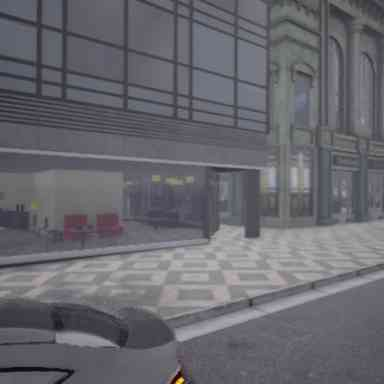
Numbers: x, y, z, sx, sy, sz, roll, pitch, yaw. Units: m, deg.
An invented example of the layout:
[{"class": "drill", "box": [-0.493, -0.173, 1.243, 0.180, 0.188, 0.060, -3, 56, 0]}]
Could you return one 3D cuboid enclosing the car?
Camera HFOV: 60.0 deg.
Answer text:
[{"class": "car", "box": [-2.115, 1.529, 1.875, 4.674, 1.442, 1.812, -1, 1, -35]}]
